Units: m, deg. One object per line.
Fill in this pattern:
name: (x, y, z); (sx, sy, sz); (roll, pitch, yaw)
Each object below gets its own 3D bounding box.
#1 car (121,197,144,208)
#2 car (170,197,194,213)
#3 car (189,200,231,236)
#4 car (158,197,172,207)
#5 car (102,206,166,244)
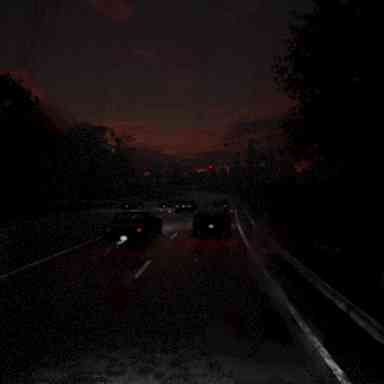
car: (-7.154, 1.374, 40.395); (1.837, 1.490, 4.892); (0, 0, 8)
car: (-0.549, 1.458, 35.355); (2.033, 1.411, 5.357); (0, 0, 7)
car: (1.123, 1.463, 18.241); (1.882, 1.535, 5.008); (0, 0, 5)
car: (-3.110, 1.393, 44.266); (2.033, 1.411, 5.357); (0, 0, 8)
car: (-2.613, 1.583, 15.821); (1.895, 1.301, 4.718); (0, 0, 4)
